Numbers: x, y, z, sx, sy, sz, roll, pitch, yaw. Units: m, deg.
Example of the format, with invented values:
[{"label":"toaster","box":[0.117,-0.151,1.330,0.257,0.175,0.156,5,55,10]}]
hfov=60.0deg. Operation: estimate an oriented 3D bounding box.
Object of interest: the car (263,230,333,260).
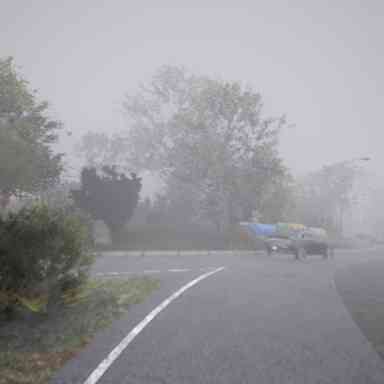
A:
[{"label":"car","box":[5.865,2.816,18.011,4.902,1.511,2.128,9,-8,-41]}]

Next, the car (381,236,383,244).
[{"label":"car","box":[28.305,7.172,46.808,1.895,1.301,4.718,-1,-6,24]}]

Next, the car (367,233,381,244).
[{"label":"car","box":[31.837,8.106,56.418,1.994,1.385,4.181,0,-5,13]}]

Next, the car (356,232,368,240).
[{"label":"car","box":[34.018,8.595,65.991,1.882,1.535,5.008,0,-3,11]}]
